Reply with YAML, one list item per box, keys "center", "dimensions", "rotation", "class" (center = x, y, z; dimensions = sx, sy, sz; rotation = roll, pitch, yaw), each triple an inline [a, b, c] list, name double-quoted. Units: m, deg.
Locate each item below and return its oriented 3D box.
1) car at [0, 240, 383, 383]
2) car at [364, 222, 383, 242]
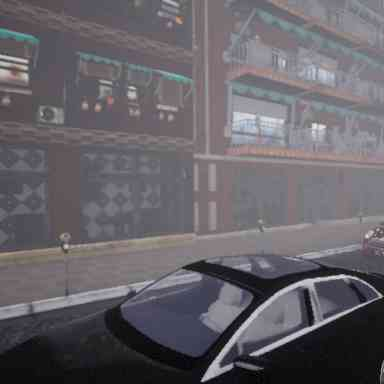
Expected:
- center: [0.465, 1.490, 3.403]
  dimensions: [4.902, 1.511, 2.128]
  rotation: [0, 0, -35]
  class: "car"
- center: [7.779, 1.429, 11.658]
  dimensions: [4.097, 1.590, 1.967]
  rotation: [0, -1, -35]
  class: "car"
